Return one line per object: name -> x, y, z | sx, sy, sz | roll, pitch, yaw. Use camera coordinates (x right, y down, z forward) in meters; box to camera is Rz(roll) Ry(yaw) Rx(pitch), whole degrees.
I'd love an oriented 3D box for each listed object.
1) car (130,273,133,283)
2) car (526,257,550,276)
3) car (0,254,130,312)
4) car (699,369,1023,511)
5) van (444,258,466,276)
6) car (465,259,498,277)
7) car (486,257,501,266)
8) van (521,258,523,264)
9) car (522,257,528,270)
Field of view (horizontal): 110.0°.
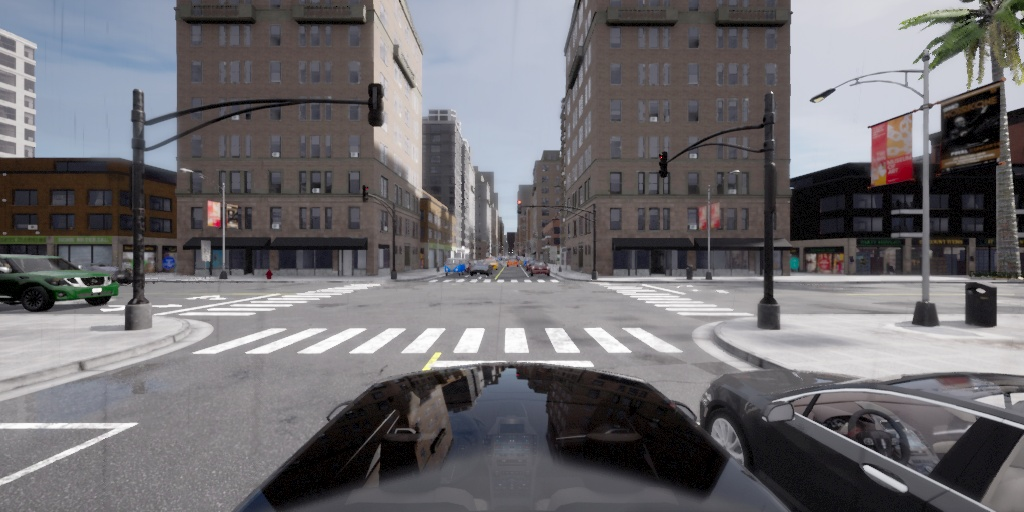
car -> -27.645, 1.263, 23.480 | 4.181, 1.385, 1.994 | 0, 0, 0
car -> 2.742, 1.191, 36.428 | 1.967, 1.591, 4.097 | 0, 0, 0
car -> -18.522, 0.948, 13.593 | 5.566, 2.045, 2.150 | 0, 0, 0
car -> 2.668, 1.300, 1.778 | 2.007, 1.370, 4.403 | 0, 0, 0
van -> -5.784, 1.091, 36.446 | 1.690, 1.789, 3.998 | 0, 0, 0
car -> -2.999, 1.298, 36.636 | 2.033, 1.411, 5.357 | 0, 0, 4
car -> -2.991, 1.229, 50.054 | 1.882, 1.535, 5.008 | 0, 0, 0
van -> 2.796, 1.092, 59.105 | 1.690, 1.789, 3.998 | 0, 0, 0
car -> 2.769, 1.191, 47.766 | 1.967, 1.591, 4.097 | 0, 0, 0
